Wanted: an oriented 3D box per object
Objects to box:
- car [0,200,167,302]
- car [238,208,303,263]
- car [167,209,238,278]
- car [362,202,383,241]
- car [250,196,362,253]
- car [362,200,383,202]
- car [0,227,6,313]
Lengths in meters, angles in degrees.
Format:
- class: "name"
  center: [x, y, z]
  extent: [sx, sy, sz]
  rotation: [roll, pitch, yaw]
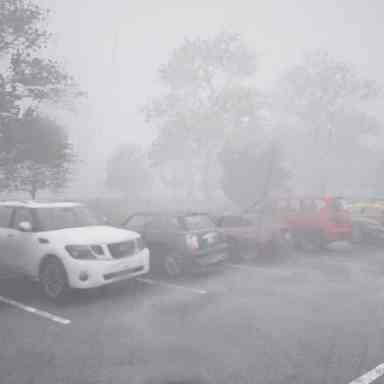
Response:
- class: "car"
  center: [-3.655, 1.238, 8.578]
  extent: [5.566, 2.045, 2.435]
  rotation: [-1, -1, 35]
- class: "car"
  center: [1.168, 1.495, 12.014]
  extent: [4.792, 1.488, 2.163]
  rotation: [-1, 0, 35]
- class: "car"
  center: [-1.222, 1.356, 10.283]
  extent: [4.553, 1.767, 2.185]
  rotation: [-1, 0, 35]
- class: "car"
  center: [6.093, 1.402, 15.381]
  extent: [4.892, 1.521, 2.231]
  rotation: [-1, -1, 35]
- class: "car"
  center: [3.611, 1.187, 13.706]
  extent: [5.566, 2.045, 2.435]
  rotation: [-1, 0, 35]
- class: "car"
  center: [8.556, 1.353, 17.038]
  extent: [5.008, 1.535, 2.097]
  rotation: [-1, 0, 36]
- class: "car"
  center: [-6.268, 1.485, 6.963]
  extent: [5.366, 1.575, 1.946]
  rotation: [-1, -1, 34]
